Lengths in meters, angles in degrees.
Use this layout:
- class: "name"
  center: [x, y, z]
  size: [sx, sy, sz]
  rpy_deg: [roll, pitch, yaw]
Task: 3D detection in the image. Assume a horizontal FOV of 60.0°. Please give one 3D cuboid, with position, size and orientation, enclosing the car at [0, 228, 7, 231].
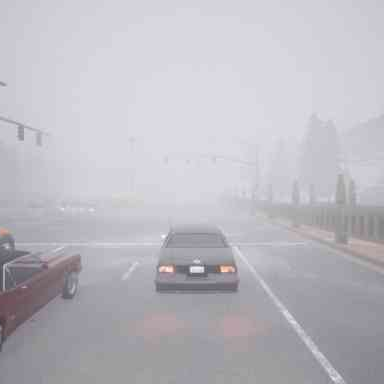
- class: "car"
  center: [-6.907, 1.352, 9.161]
  size: [2.097, 1.767, 4.553]
  rpy_deg: [0, 0, 0]

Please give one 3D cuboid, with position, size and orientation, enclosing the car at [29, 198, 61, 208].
- class: "car"
  center: [-21.136, 1.547, 47.398]
  size: [2.033, 1.411, 5.357]
  rpy_deg: [0, 0, 0]

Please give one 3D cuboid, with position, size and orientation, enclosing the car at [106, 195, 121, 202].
- class: "car"
  center: [-14.121, 1.601, 57.358]
  size: [1.895, 1.301, 4.718]
  rpy_deg: [0, 0, 0]

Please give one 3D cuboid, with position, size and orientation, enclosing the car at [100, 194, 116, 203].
- class: "car"
  center: [-17.556, 1.355, 69.743]
  size: [2.097, 1.767, 4.553]
  rpy_deg: [0, 0, 0]

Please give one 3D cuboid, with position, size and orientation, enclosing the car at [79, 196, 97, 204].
- class: "car"
  center: [-21.054, 1.525, 67.609]
  size: [2.128, 1.511, 4.902]
  rpy_deg: [0, 0, 0]

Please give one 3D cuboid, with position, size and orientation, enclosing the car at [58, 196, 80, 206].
- class: "car"
  center: [-21.117, 1.478, 57.269]
  size: [1.882, 1.535, 5.008]
  rpy_deg: [0, 0, 0]

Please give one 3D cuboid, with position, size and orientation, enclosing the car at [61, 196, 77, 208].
- class: "car"
  center: [-17.619, 1.526, 49.410]
  size: [1.812, 1.442, 4.674]
  rpy_deg: [0, 0, 0]

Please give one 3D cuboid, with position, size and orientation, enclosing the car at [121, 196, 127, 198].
- class: "car"
  center: [-14.056, 1.491, 67.802]
  size: [2.128, 1.511, 4.902]
  rpy_deg: [0, 0, 0]

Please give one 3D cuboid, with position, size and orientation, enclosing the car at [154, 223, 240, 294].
- class: "car"
  center: [0.093, 1.547, 8.951]
  size: [2.033, 1.411, 5.357]
  rpy_deg: [0, 0, 0]

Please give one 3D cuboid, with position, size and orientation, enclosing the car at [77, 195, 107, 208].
- class: "car"
  center: [-14.136, 1.547, 47.286]
  size: [2.033, 1.411, 5.357]
  rpy_deg: [0, 0, 0]

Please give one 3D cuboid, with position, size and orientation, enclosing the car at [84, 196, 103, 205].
- class: "car"
  center: [-17.612, 1.478, 59.445]
  size: [1.882, 1.535, 5.008]
  rpy_deg: [0, 0, 1]

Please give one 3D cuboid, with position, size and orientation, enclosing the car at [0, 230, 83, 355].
- class: "car"
  center: [-3.404, 1.601, 5.496]
  size: [1.895, 1.301, 4.718]
  rpy_deg: [0, 0, 0]
